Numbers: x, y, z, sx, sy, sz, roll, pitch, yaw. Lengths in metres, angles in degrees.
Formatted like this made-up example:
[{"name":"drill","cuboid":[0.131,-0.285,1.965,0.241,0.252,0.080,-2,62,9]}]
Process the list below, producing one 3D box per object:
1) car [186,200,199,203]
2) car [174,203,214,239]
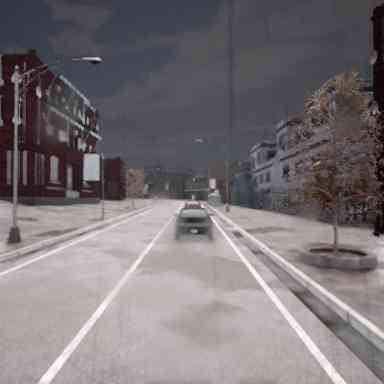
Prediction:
[{"name":"car","cuboid":[0.108,1.591,36.307,1.812,1.442,4.674,0,0,0]},{"name":"car","cuboid":[0.098,1.536,17.547,1.837,1.490,4.892,0,0,0]}]
